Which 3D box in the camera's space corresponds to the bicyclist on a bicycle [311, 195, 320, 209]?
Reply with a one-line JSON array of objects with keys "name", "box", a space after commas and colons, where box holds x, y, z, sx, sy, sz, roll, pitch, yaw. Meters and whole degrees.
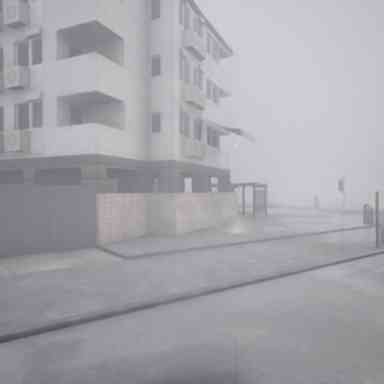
[{"name": "bicyclist on a bicycle", "box": [14.707, 1.165, 39.569, 1.656, 1.620, 0.582, -1, 0, -35]}]
